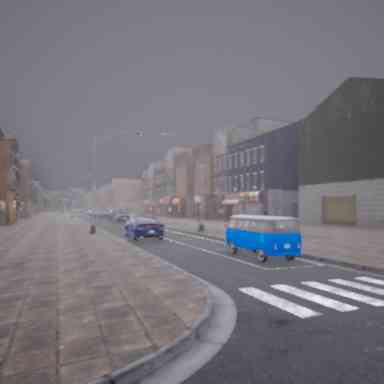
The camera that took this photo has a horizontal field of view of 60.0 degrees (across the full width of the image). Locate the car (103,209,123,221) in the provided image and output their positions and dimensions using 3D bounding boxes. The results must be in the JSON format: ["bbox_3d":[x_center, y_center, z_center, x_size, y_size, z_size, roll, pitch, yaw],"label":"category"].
[{"bbox_3d":[-11.410,3.420,49.696,2.192,1.841,5.009,1,-3,-22],"label":"car"}]

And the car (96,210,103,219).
[{"bbox_3d":[-15.499,4.118,59.817,1.887,1.381,4.507,1,-3,-22],"label":"car"}]

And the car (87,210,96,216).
[{"bbox_3d":[-25.717,5.365,85.138,1.802,1.307,4.206,1,-3,-22],"label":"car"}]

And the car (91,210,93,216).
[{"bbox_3d":[-19.649,4.584,70.105,1.752,1.417,4.829,1,-3,-22],"label":"car"}]

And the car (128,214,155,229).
[{"bbox_3d":[-5.281,3.003,34.488,1.802,1.307,4.206,1,-3,-22],"label":"car"}]

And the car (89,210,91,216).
[{"bbox_3d":[-21.630,4.875,75.010,1.802,1.307,4.206,1,-3,-22],"label":"car"}]

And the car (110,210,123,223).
[{"bbox_3d":[-9.368,3.440,44.620,1.947,1.339,4.313,1,-3,-22],"label":"car"}]

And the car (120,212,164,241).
[{"bbox_3d":[-3.265,2.342,22.220,1.882,1.535,5.008,2,-3,-20],"label":"car"}]

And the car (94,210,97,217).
[{"bbox_3d":[-17.542,4.377,64.880,1.947,1.339,4.313,1,-3,-22],"label":"car"}]

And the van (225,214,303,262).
[{"bbox_3d":[2.895,1.886,14.235,1.690,1.788,3.998,2,-3,-22],"label":"van"}]
